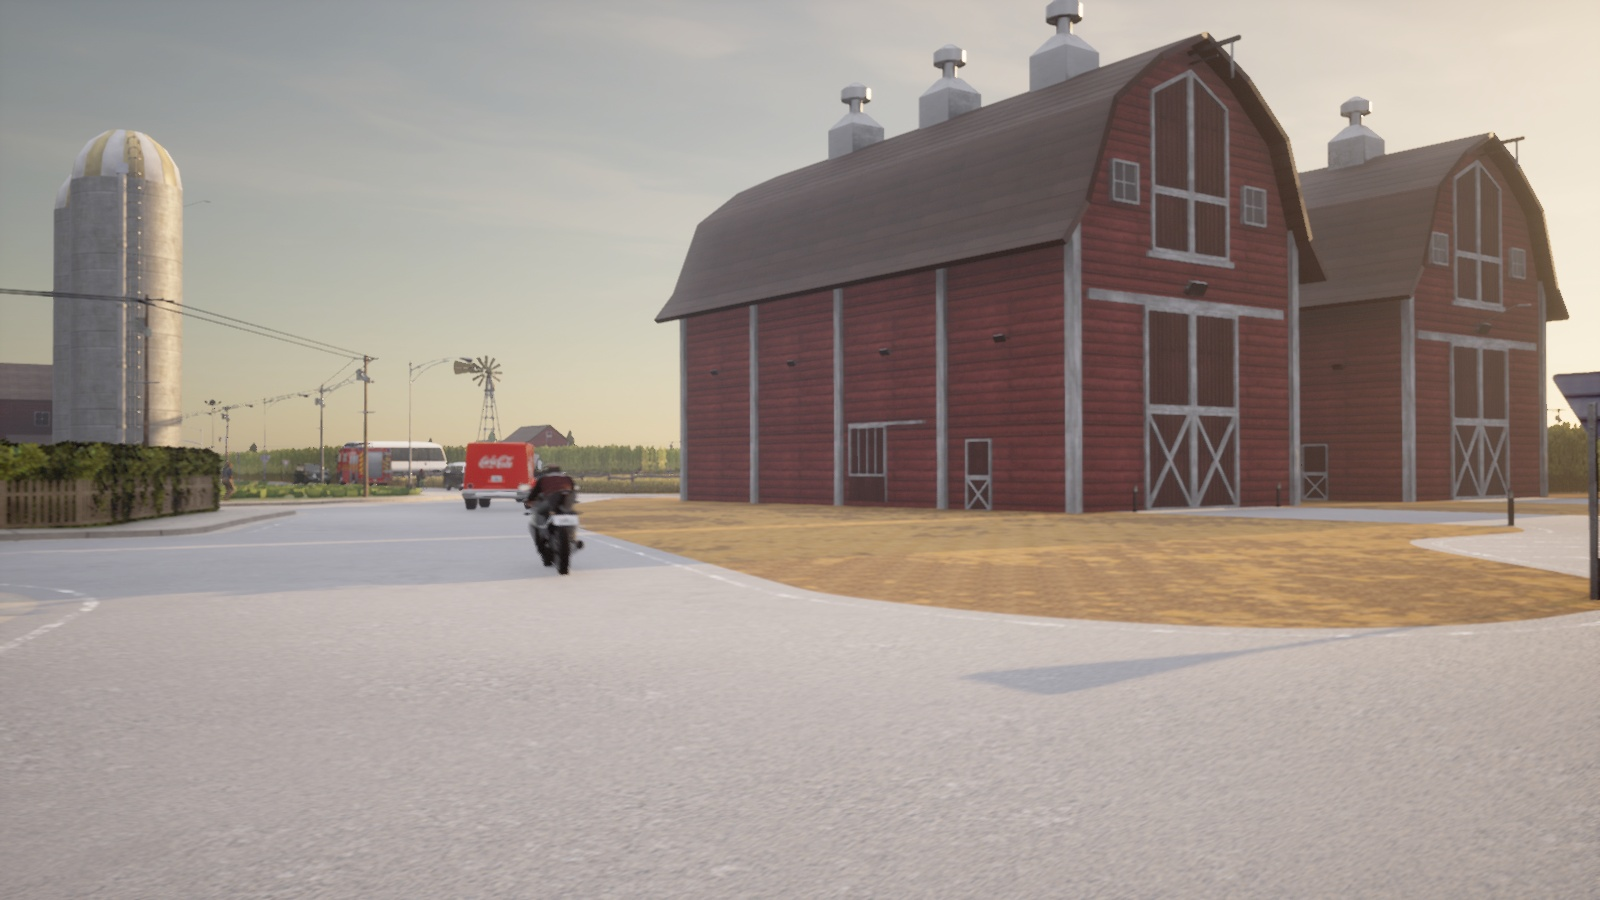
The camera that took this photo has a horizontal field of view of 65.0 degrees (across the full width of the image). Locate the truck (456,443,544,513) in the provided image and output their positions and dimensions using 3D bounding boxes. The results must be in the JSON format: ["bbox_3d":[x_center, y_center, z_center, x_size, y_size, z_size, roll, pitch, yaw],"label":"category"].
[{"bbox_3d":[-11.247,1.056,47.466,2.627,2.467,5.204,0,-1,-7],"label":"truck"}]

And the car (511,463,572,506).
[{"bbox_3d":[-11.921,1.554,58.100,1.932,1.855,4.605,0,0,-1],"label":"car"}]

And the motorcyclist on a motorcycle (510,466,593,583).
[{"bbox_3d":[-3.549,1.005,17.756,0.866,1.530,2.191,0,-1,-19],"label":"motorcyclist on a motorcycle"}]

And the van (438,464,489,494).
[{"bbox_3d":[-24.059,2.048,89.729,2.069,2.038,4.480,0,0,-35],"label":"van"}]

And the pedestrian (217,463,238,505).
[{"bbox_3d":[-25.538,1.521,56.010,0.540,1.848,0.694,-1,-1,35],"label":"pedestrian"}]
